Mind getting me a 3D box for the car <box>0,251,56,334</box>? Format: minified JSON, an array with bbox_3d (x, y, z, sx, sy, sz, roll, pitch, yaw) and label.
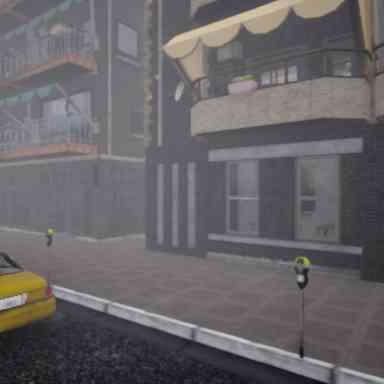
[{"bbox_3d":[-4.433,1.524,6.037,4.829,1.417,1.752,0,0,36],"label":"car"}]
